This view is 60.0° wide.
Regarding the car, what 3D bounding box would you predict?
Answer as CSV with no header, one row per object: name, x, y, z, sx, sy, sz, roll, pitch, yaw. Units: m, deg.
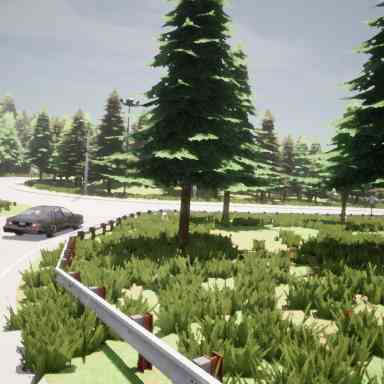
car,-7.407,1.414,17.304,2.033,1.411,5.357,4,1,3
